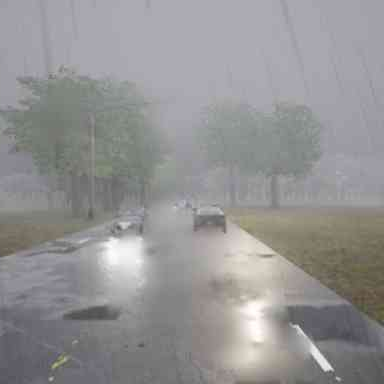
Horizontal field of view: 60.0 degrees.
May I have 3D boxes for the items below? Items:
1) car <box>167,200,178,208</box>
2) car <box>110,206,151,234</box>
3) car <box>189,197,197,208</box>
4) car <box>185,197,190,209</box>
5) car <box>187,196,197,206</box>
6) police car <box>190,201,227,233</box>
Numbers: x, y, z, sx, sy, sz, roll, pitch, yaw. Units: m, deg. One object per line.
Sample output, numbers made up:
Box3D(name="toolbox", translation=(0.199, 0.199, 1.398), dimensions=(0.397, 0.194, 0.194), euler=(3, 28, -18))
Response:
Box3D(name="car", translation=(-3.581, 2.165, 61.783), dimensions=(2.128, 1.511, 4.902), euler=(0, -1, 1))
Box3D(name="car", translation=(-3.616, 1.645, 20.273), dimensions=(2.128, 1.511, 4.902), euler=(0, -1, 0))
Box3D(name="car", translation=(1.021, 1.658, 36.783), dimensions=(2.097, 1.767, 4.553), euler=(0, -1, 0))
Box3D(name="car", translation=(-0.042, 1.890, 53.922), dimensions=(2.097, 1.767, 4.553), euler=(0, -1, 0))
Box3D(name="car", translation=(-0.056, 2.010, 72.252), dimensions=(2.150, 2.045, 5.566), euler=(0, -1, 0))
Box3D(name="police car", translation=(1.034, 1.584, 20.919), dimensions=(1.930, 1.638, 5.238), euler=(0, 0, 0))
